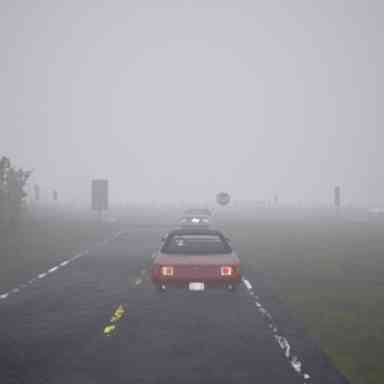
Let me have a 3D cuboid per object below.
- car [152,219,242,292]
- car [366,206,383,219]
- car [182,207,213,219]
[{"bbox_3d":[0.102,1.651,9.019,1.895,1.301,4.718,0,0,0],"label":"car"},{"bbox_3d":[20.143,2.001,33.596,4.674,1.442,1.812,1,-1,0],"label":"car"},{"bbox_3d":[0.343,1.663,21.087,2.033,1.411,5.357,0,0,4],"label":"car"}]
